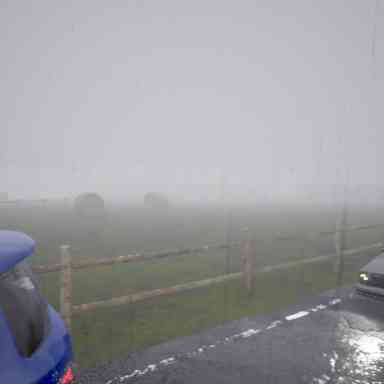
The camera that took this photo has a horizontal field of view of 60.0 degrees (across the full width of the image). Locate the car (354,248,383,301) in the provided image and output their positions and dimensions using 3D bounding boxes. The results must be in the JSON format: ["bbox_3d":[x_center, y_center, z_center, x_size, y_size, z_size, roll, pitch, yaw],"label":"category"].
[{"bbox_3d":[5.787,1.551,7.474,5.357,1.411,2.033,0,0,-38],"label":"car"}]

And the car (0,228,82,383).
[{"bbox_3d":[-3.153,1.232,0.880,5.566,2.045,2.150,0,0,-36],"label":"car"}]
